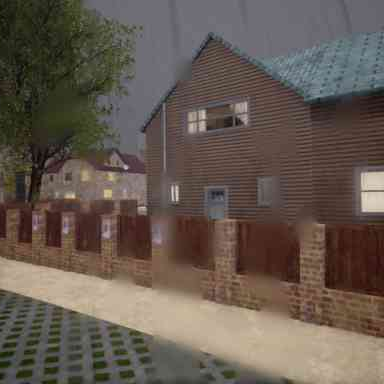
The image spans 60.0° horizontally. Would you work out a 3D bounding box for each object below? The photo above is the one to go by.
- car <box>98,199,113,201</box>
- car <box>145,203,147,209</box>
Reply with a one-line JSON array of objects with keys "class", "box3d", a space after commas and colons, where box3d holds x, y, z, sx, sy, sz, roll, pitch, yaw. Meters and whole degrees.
[{"class": "car", "box3d": [-8.247, 1.419, 29.941, 1.837, 1.490, 4.892, -1, 0, 29]}, {"class": "car", "box3d": [-3.394, 1.454, 38.576, 1.895, 1.301, 4.718, -1, 0, 29]}]
